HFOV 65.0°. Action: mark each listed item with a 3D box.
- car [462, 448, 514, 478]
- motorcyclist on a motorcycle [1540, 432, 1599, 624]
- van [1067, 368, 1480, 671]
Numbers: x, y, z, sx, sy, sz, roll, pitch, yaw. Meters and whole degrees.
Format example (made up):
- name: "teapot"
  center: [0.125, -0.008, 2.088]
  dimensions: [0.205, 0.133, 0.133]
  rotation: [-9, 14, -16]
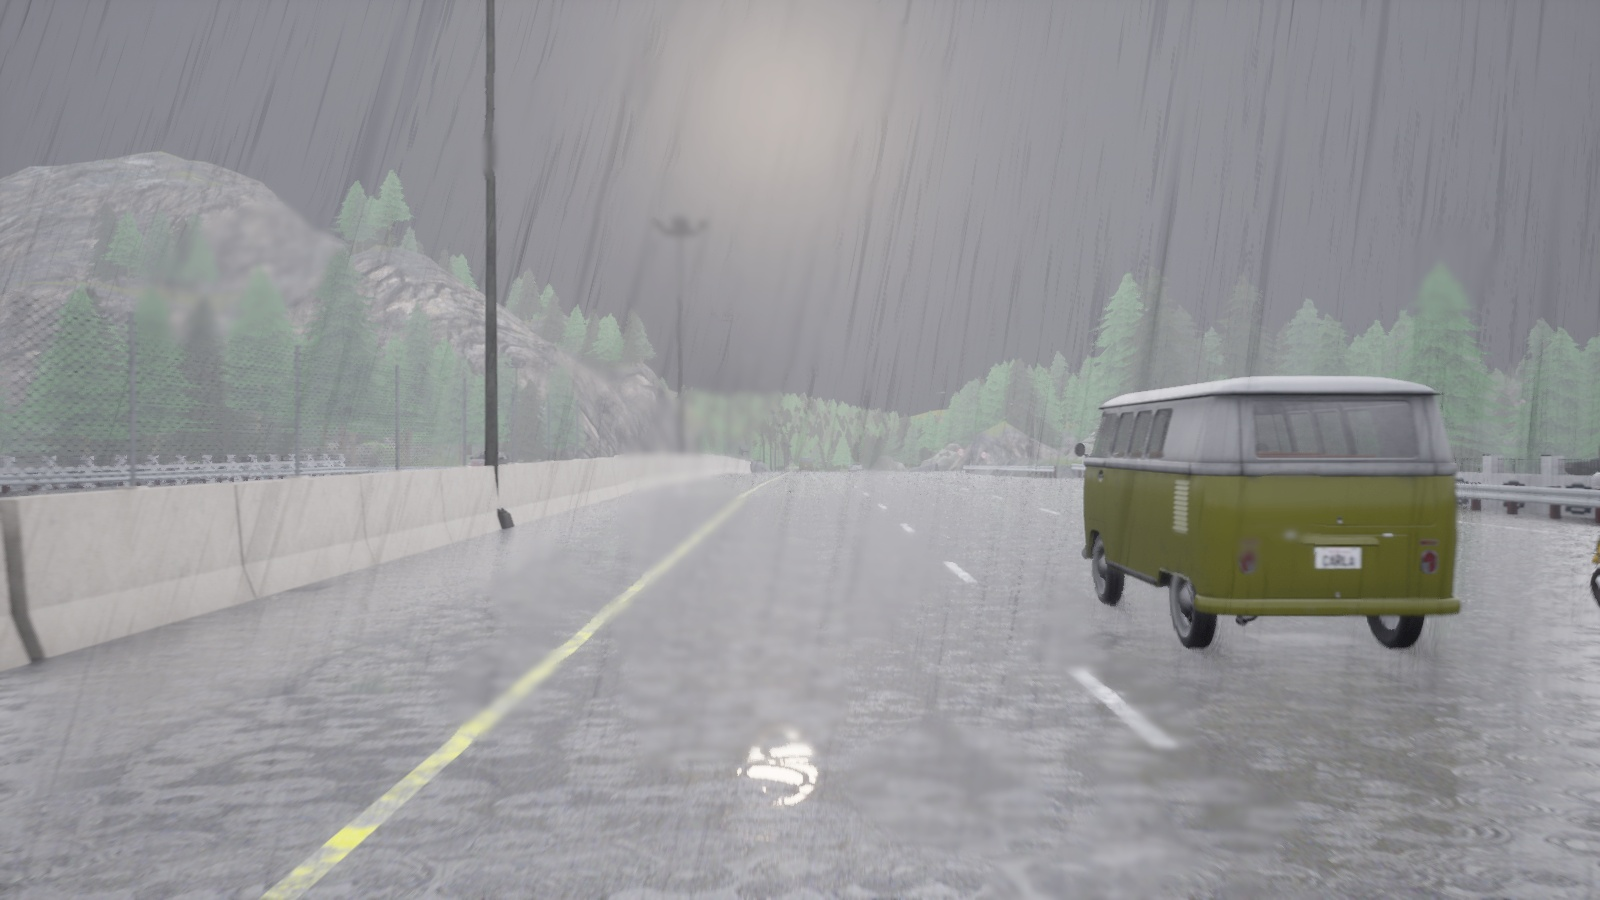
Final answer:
- name: "car"
  center: [-17.093, 0.712, 68.916]
  dimensions: [1.851, 1.617, 3.988]
  rotation: [0, -1, 0]
- name: "motorcyclist on a motorcycle"
  center: [7.074, 0.647, 10.362]
  dimensions: [0.866, 1.590, 1.817]
  rotation: [0, 0, 0]
- name: "van"
  center: [3.575, 0.443, 10.444]
  dimensions: [1.775, 1.987, 4.442]
  rotation: [0, 0, 0]
